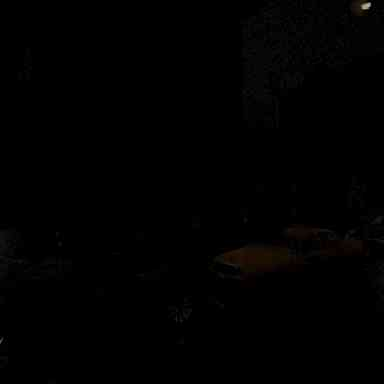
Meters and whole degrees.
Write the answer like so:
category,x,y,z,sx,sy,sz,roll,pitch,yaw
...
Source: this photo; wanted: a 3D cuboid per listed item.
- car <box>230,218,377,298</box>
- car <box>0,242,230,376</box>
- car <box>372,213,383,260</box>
category,x,y,z,sx,sy,sz,roll,pitch,yaw
car,2.589,1.525,8.512,4.829,1.417,1.752,0,0,-36
car,-1.693,1.566,5.444,4.313,1.339,1.947,0,0,-36
car,7.148,1.441,11.777,4.097,1.590,1.967,0,0,-36
